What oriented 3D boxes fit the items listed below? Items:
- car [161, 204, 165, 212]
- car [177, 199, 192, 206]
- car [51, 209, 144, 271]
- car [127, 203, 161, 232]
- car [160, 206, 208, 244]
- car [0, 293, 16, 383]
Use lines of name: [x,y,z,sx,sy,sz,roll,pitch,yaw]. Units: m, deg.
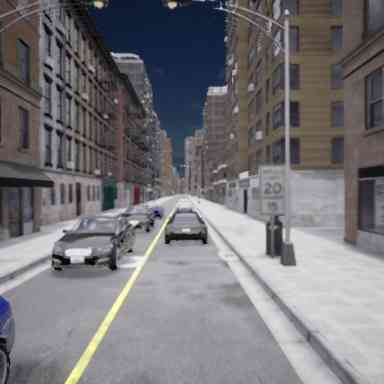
car: [-3.545,1.731,30.590,1.895,1.301,4.718,0,0,-1]
car: [-0.957,1.680,42.810,1.812,1.442,4.674,0,0,-1]
car: [-3.101,1.552,11.301,2.128,1.511,4.902,0,0,-1]
car: [-3.332,1.587,20.711,2.128,1.511,4.902,0,0,-1]
car: [-0.292,1.626,16.340,1.994,1.385,4.181,0,0,-1]
car: [-2.876,1.551,2.129,1.812,1.442,4.674,0,0,-3]
